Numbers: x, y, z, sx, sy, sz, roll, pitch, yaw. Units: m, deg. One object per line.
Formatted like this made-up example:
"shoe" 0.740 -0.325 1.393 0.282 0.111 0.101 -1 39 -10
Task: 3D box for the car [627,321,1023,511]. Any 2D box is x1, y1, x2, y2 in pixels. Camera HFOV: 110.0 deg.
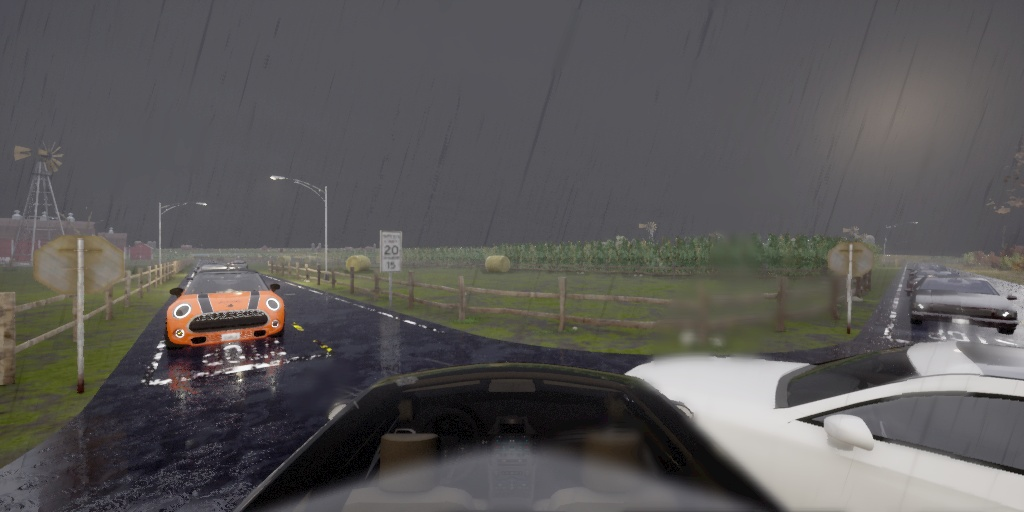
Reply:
"car" 2.866 1.293 2.171 1.812 1.442 4.674 0 1 -43

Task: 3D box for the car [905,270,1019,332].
"car" 13.675 1.332 11.086 5.357 1.411 2.033 0 1 -42

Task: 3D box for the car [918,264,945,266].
"car" 28.765 1.302 24.653 4.902 1.511 2.128 0 1 -42

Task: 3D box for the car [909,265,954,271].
"car" 21.104 1.359 17.770 4.181 1.385 1.994 0 1 -42

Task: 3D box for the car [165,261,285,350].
"car" -7.438 1.136 9.415 2.097 1.767 4.553 0 0 -39
